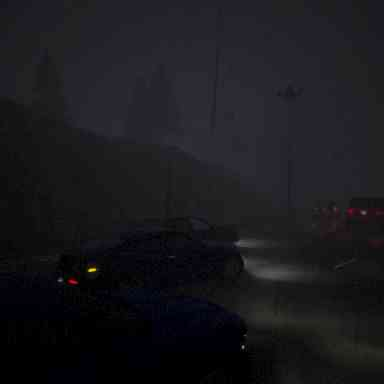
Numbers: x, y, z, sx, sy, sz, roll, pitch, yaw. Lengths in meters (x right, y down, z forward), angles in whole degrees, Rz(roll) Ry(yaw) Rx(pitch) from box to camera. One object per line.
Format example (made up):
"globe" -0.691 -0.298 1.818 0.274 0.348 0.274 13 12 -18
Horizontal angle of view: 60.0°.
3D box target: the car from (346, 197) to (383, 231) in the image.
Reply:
"car" 11.641 1.345 21.903 2.150 2.045 5.566 0 0 34

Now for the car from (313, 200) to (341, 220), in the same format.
"car" 12.370 1.514 30.365 2.097 1.767 4.553 0 0 27

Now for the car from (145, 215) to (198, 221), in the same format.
"car" -0.485 1.603 12.767 5.357 1.411 2.033 0 0 -43

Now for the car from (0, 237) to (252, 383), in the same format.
"car" -1.648 1.486 2.798 5.008 1.535 1.882 0 0 -37

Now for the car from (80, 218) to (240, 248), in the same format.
"car" -0.786 1.559 7.928 4.674 1.442 1.812 0 0 -40
